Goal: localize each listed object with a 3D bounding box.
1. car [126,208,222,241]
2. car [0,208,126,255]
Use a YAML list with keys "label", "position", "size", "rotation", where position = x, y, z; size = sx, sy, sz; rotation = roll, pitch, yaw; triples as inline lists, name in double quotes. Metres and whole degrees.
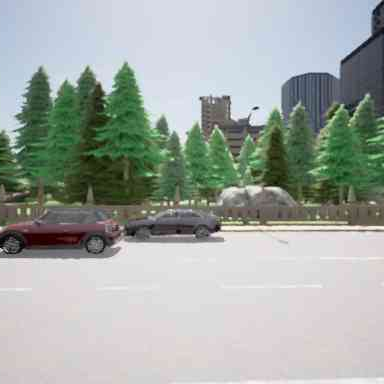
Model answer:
- label: "car"
  position: [-0.924, 1.602, 16.893]
  size: [4.902, 1.511, 2.128]
  rotation: [0, 0, -2]
- label: "car"
  position: [-5.209, 1.443, 13.213]
  size: [4.553, 1.767, 2.097]
  rotation: [0, 0, -2]
